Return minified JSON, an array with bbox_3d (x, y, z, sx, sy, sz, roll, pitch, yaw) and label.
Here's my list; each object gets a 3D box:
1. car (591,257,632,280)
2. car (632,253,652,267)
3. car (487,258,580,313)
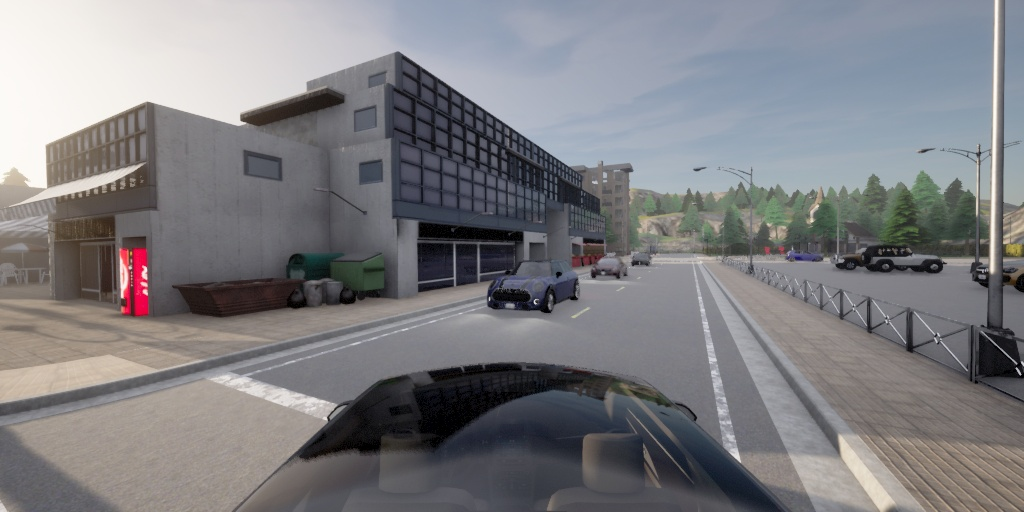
[{"bbox_3d":[6.863,0.801,25.023,1.812,1.442,4.674,0,1,26],"label":"car"},{"bbox_3d":[14.859,0.451,40.935,1.837,1.490,4.892,0,1,26],"label":"car"},{"bbox_3d":[0.927,0.908,13.068,2.097,1.767,4.553,0,1,26],"label":"car"}]
